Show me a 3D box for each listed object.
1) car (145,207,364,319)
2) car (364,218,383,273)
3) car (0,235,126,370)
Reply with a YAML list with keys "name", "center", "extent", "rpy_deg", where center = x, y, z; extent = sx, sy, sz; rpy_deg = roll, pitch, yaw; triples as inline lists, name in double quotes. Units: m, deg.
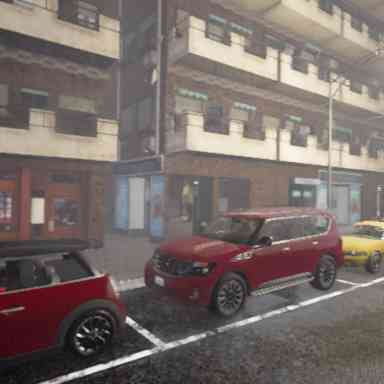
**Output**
- name: "car"
  center: [1.457, 1.322, 7.580]
  extent: [5.009, 1.841, 2.192]
  rpy_deg: [0, 1, -35]
- name: "car"
  center: [5.826, 1.538, 10.712]
  extent: [4.829, 1.417, 1.752]
  rpy_deg: [0, 1, -35]
- name: "car"
  center: [-3.057, 1.440, 4.358]
  extent: [4.097, 1.590, 1.967]
  rpy_deg: [0, 1, -35]
